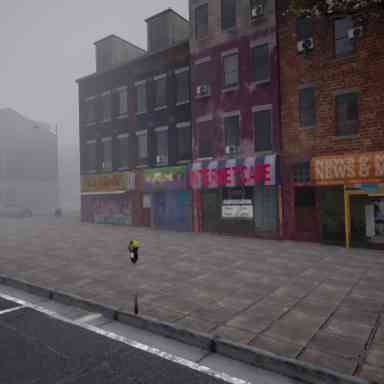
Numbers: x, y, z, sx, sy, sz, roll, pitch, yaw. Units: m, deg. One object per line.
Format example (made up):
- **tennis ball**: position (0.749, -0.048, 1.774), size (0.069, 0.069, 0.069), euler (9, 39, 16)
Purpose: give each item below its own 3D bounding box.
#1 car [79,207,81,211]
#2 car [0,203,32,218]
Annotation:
- **car**: position (-10.028, 1.609, 37.622), size (2.033, 1.411, 5.357), euler (-2, -1, 35)
- **car**: position (-16.249, 1.631, 28.974), size (1.994, 1.385, 4.181), euler (-2, -1, 36)
